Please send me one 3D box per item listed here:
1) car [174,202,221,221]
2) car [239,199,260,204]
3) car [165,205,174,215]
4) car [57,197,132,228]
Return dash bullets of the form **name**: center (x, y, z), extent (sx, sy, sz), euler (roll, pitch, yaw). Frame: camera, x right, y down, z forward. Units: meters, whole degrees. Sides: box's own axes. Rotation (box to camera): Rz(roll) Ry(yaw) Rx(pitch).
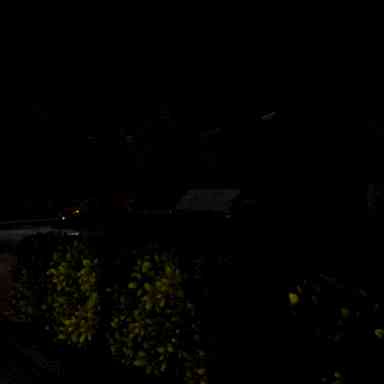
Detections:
- **car**: center (0.752, 1.725, 28.669), extent (1.994, 1.385, 4.181), euler (0, 0, 36)
- **car**: center (7.242, 1.687, 42.883), extent (1.812, 1.442, 4.674), euler (0, 0, 41)
- **car**: center (-0.615, 1.666, 32.988), extent (1.837, 1.490, 4.892), euler (0, 0, 37)
- **car**: center (-6.915, 1.382, 24.294), extent (2.150, 2.045, 5.566), euler (0, 0, 36)
